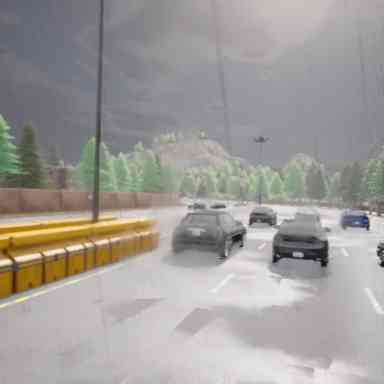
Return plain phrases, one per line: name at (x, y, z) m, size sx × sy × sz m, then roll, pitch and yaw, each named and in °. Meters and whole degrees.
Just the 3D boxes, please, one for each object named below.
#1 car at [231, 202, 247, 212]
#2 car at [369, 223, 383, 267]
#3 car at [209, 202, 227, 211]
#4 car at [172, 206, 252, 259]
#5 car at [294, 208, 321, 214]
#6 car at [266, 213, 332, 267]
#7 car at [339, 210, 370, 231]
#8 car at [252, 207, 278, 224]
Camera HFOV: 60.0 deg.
car at (7.811, 2.431, 54.583) m, size 1.812 × 1.442 × 4.674 m, roll 1°, pitch -1°, yaw 17°
car at (6.740, 1.848, 9.593) m, size 2.033 × 1.411 × 5.357 m, roll 1°, pitch -1°, yaw 20°
car at (4.344, 2.423, 55.141) m, size 1.895 × 1.301 × 4.718 m, roll 1°, pitch -1°, yaw 18°
car at (0.894, 1.555, 13.926) m, size 2.097 × 1.767 × 4.553 m, roll 1°, pitch -1°, yaw 20°
car at (9.321, 2.082, 26.916) m, size 2.128 × 1.511 × 4.902 m, roll 1°, pitch -1°, yaw 20°
car at (4.219, 1.782, 12.839) m, size 1.837 × 1.490 × 4.892 m, roll 1°, pitch 0°, yaw 20°
car at (13.028, 2.163, 26.842) m, size 1.882 × 1.535 × 5.008 m, roll 1°, pitch 0°, yaw 20°
car at (6.041, 2.026, 28.137) m, size 1.837 × 1.490 × 4.892 m, roll 1°, pitch 0°, yaw 20°
